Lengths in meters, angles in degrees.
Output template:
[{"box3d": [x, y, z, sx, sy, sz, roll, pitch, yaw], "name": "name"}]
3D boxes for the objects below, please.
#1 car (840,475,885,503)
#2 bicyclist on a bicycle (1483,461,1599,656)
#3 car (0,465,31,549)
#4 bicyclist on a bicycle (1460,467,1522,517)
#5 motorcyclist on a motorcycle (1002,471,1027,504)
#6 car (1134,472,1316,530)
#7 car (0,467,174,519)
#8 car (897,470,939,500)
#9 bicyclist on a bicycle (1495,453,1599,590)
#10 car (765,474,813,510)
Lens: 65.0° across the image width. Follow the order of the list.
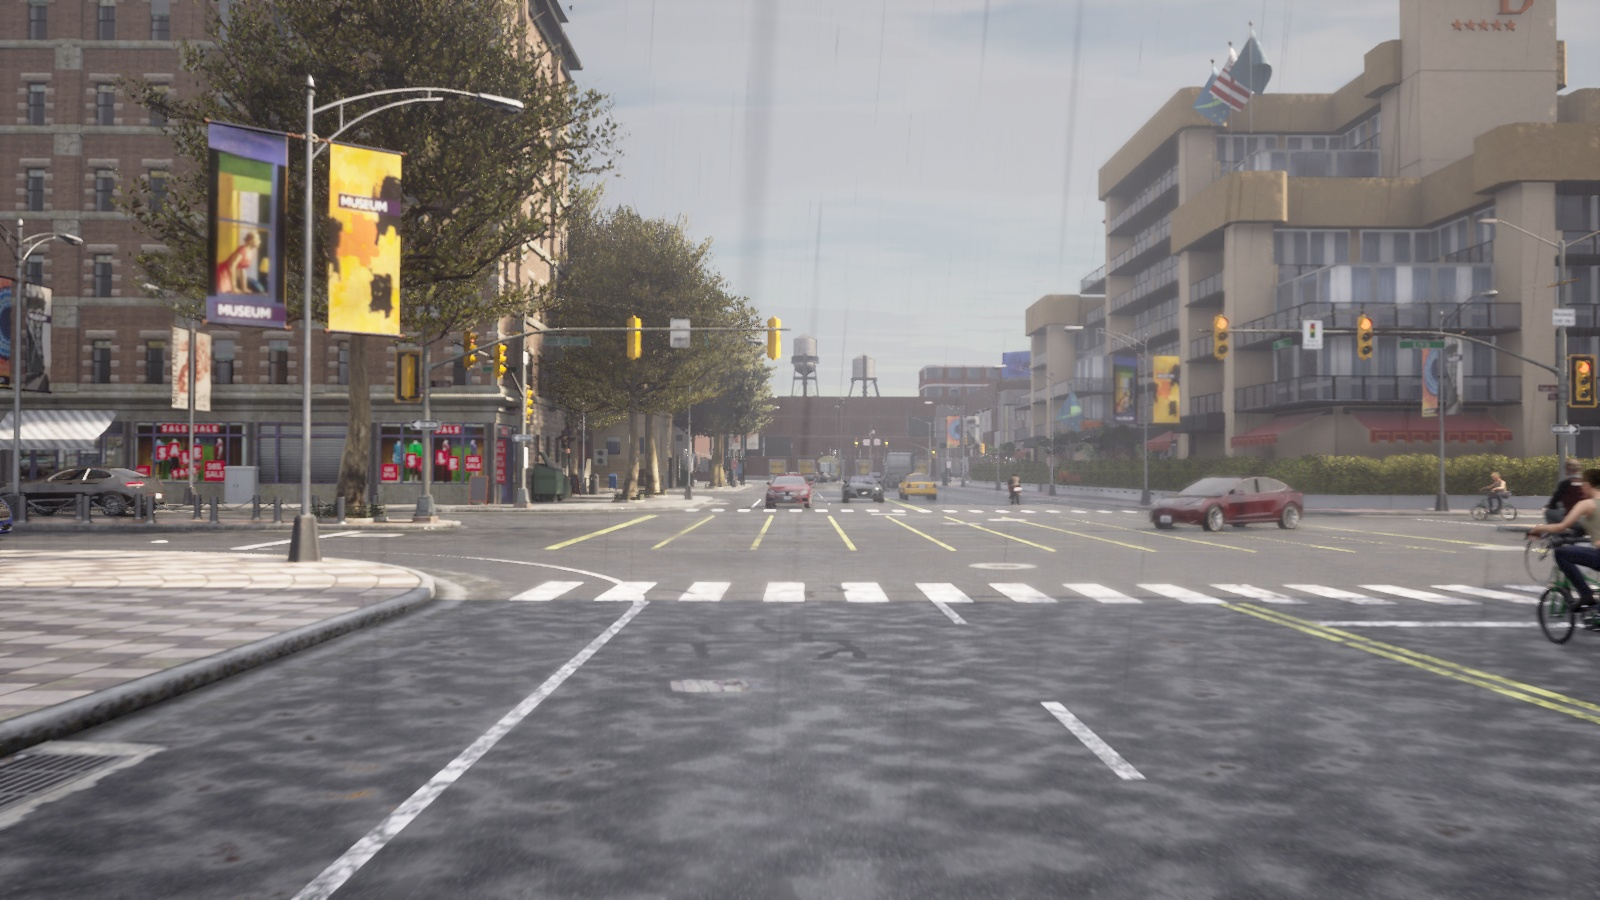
[{"box3d": [3.133, 1.954, 63.674, 1.994, 1.385, 4.181, 0, -1, -1], "name": "car"}, {"box3d": [6.932, 0.915, 11.168, 0.866, 1.612, 1.509, 0, -1, 0], "name": "bicyclist on a bicycle"}, {"box3d": [-19.130, 1.204, 26.481, 4.553, 1.767, 2.097, 0, -1, 1], "name": "car"}, {"box3d": [22.797, 1.367, 41.448, 1.509, 1.612, 0.866, -1, -1, 0], "name": "bicyclist on a bicycle"}, {"box3d": [10.160, 1.774, 59.589, 0.797, 1.523, 2.044, 0, -1, 0], "name": "motorcyclist on a motorcycle"}, {"box3d": [11.718, 1.358, 34.562, 4.792, 1.488, 2.163, 0, -1, -31], "name": "car"}, {"box3d": [-23.720, 1.398, 41.459, 5.027, 1.651, 2.152, 0, -1, 0], "name": "car"}, {"box3d": [6.598, 1.932, 70.541, 1.801, 1.575, 5.366, 0, -1, 0], "name": "car"}, {"box3d": [10.400, 0.938, 17.235, 0.659, 1.776, 1.843, 0, -1, 0], "name": "bicyclist on a bicycle"}, {"box3d": [-0.421, 1.759, 53.667, 1.812, 1.442, 4.674, 0, -1, 3], "name": "car"}]
